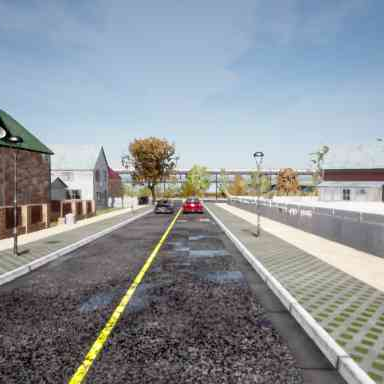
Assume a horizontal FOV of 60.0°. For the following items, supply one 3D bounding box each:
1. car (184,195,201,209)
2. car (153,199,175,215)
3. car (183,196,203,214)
[{"bbox_3d":[0.071,1.355,45.120,2.097,1.767,4.553,0,0,0],"label":"car"},{"bbox_3d":[-2.826,1.500,34.266,1.837,1.490,4.892,0,-1,0],"label":"car"},{"bbox_3d":[0.075,1.346,35.359,2.097,1.767,4.553,0,0,0],"label":"car"}]
